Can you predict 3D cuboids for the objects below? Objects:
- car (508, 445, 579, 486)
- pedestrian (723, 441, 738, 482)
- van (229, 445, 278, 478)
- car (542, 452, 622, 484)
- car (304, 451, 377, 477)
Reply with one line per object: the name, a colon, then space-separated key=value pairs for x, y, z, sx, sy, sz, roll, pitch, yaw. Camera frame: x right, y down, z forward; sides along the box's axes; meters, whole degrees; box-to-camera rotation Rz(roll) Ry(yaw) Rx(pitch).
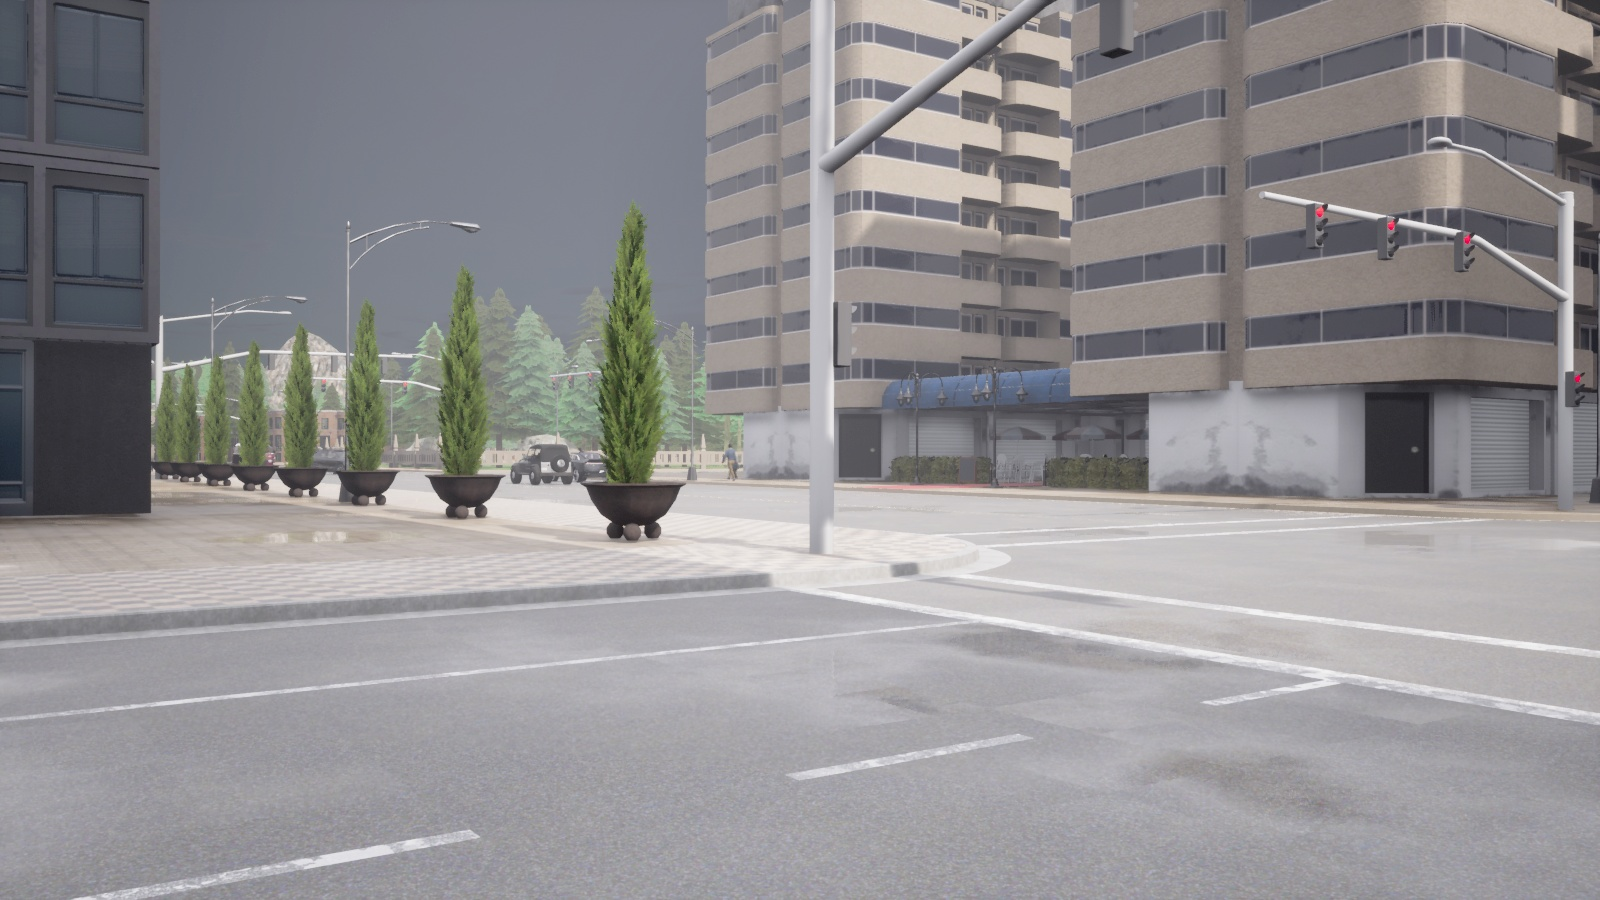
car: x=-12.048 y=0.710 z=58.793 sx=1.905 sy=1.878 sz=3.866 roll=0 pitch=0 yaw=-34
pedestrian: x=-3.289 y=0.556 z=59.670 sx=0.423 sy=1.949 sz=0.788 roll=0 pitch=0 yaw=-27
van: x=-34.621 y=0.691 z=79.493 sx=2.069 sy=2.038 sz=4.480 roll=0 pitch=0 yaw=-34
car: x=-11.100 y=0.880 z=63.618 sx=2.128 sy=1.511 sz=4.902 roll=0 pitch=0 yaw=-34
car: x=-29.868 y=0.908 z=81.580 sx=4.856 sy=1.649 sz=2.033 roll=0 pitch=0 yaw=35
